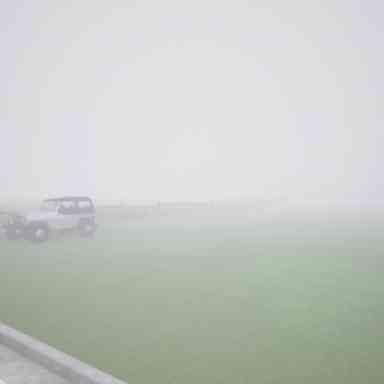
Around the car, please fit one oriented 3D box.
[{"bbox_3d":[-6.062,1.141,14.855,1.905,1.878,3.866,0,0,35],"label":"car"}]
